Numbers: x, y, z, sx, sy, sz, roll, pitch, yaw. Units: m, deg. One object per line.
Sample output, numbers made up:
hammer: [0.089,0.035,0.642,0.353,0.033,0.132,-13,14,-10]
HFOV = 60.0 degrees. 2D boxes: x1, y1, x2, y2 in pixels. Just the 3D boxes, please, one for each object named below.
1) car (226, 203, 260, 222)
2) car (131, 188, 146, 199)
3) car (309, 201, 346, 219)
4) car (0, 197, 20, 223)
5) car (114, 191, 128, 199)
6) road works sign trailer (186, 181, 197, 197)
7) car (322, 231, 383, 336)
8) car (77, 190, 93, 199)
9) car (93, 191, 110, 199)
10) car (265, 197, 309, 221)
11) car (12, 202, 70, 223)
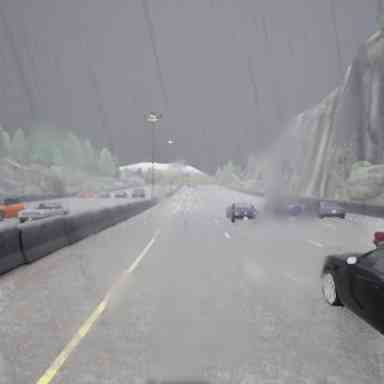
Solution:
car: [3.604,1.450,24.501,1.895,1.301,4.718,0,1,0]
car: [-10.485,0.313,65.829,2.150,2.045,5.566,0,2,0]
car: [10.605,1.388,26.789,1.994,1.385,4.181,0,1,0]
car: [-14.091,1.204,24.203,2.097,1.767,4.553,0,1,0]
car: [-13.984,0.569,65.797,1.882,1.535,5.008,0,2,0]
road works sign trailer: [0.010,-0.718,75.944,2.380,3.560,2.880,0,2,0]
car: [3.590,1.463,4.873,1.882,1.535,5.008,0,0,0]
car: [-20.982,0.447,65.712,2.097,1.767,4.553,0,1,0]
car: [-17.483,0.616,65.801,1.812,1.442,4.674,0,2,0]
car: [7.103,1.185,25.932,2.097,1.767,4.553,0,1,0]
car: [-10.592,1.455,24.036,1.895,1.301,4.718,0,1,0]
